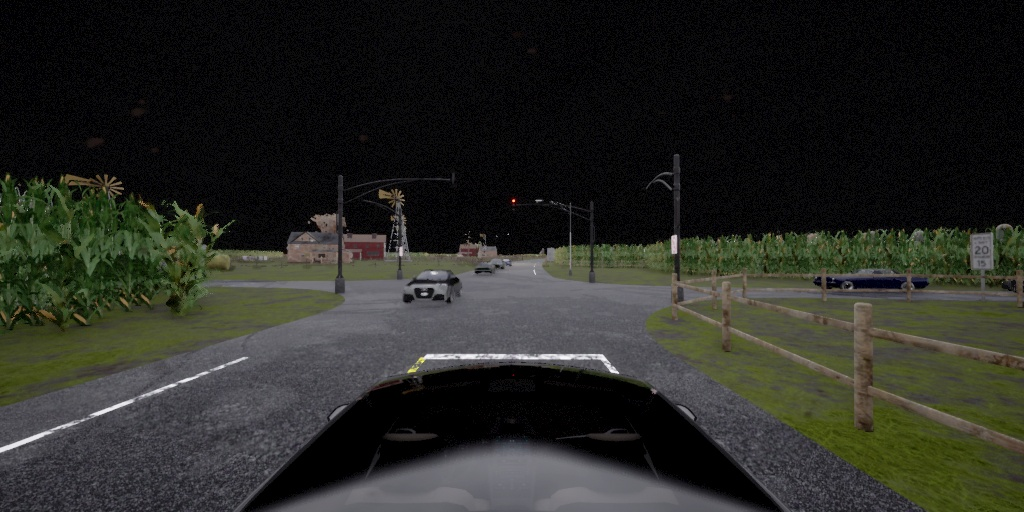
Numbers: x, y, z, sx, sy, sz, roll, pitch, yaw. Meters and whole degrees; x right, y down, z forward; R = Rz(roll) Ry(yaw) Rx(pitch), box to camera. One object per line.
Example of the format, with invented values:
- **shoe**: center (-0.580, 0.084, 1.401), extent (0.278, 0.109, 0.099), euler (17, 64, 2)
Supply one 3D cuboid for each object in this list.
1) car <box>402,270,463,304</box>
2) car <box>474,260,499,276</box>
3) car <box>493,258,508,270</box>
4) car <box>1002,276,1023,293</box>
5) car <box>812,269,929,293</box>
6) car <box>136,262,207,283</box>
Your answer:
- **car**: center (-3.448, 1.315, 16.187), extent (1.994, 1.385, 4.181), euler (0, 0, 1)
- **car**: center (-2.822, 1.348, 38.065), extent (1.895, 1.301, 4.718), euler (0, 0, 2)
- **car**: center (-2.193, 1.097, 51.275), extent (2.097, 1.767, 4.553), euler (0, 0, 3)
- **car**: center (29.394, 1.378, 19.072), extent (4.181, 1.385, 1.994), euler (0, -1, 10)
- **car**: center (20.394, 1.401, 20.634), extent (4.718, 1.301, 1.895), euler (0, -1, 9)
- **car**: center (-24.174, 1.195, 25.354), extent (4.902, 1.511, 2.128), euler (0, -1, 10)
